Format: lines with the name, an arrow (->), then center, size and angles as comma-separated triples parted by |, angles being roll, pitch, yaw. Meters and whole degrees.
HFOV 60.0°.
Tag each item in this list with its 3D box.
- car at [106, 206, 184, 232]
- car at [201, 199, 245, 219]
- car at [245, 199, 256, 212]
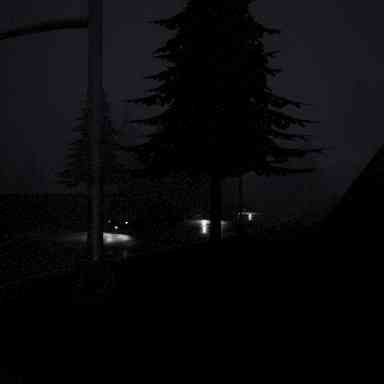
car -> -2.642, 1.552, 20.389 | 2.033, 1.411, 5.357 | 0, 0, 35
car -> 2.678, 1.552, 29.257 | 2.033, 1.411, 5.357 | 0, 0, 26
car -> 6.447, 1.553, 38.995 | 2.033, 1.411, 5.357 | 0, 0, 16
